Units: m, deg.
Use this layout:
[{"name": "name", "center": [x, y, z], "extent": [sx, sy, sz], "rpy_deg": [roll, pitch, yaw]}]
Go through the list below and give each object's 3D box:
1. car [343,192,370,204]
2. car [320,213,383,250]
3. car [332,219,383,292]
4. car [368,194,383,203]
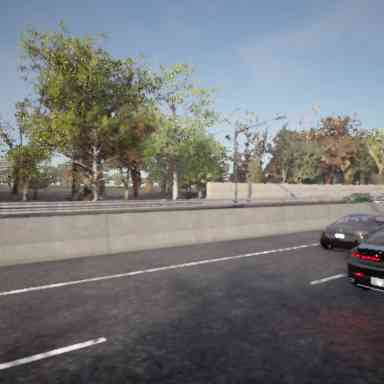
[{"name": "car", "center": [26.298, 1.098, 52.769], "extent": [5.566, 2.045, 2.150], "rpy_deg": [0, 0, -35]}, {"name": "car", "center": [6.897, 1.526, 12.994], "extent": [4.181, 1.385, 1.994], "rpy_deg": [0, 0, -35]}, {"name": "car", "center": [5.591, 1.479, 7.797], "extent": [4.892, 1.490, 1.837], "rpy_deg": [0, 0, -35]}, {"name": "car", "center": [29.545, 1.365, 50.789], "extent": [4.902, 1.511, 2.128], "rpy_deg": [0, 0, -35]}]
